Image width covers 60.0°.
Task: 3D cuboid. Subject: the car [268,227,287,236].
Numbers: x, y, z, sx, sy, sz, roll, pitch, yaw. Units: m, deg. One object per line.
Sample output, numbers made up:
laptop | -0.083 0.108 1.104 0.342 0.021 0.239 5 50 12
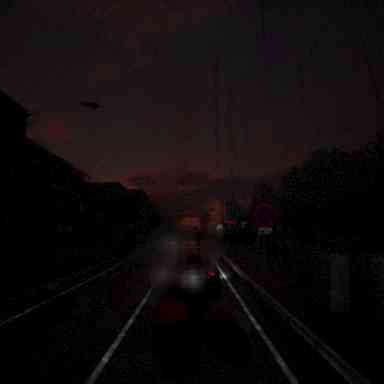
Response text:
car | 18.877 8.516 70.407 5.566 2.045 2.435 0 -5 0

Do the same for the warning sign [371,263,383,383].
warning sign | 2.768 1.658 3.225 1.300 1.860 1.060 -2 -9 0

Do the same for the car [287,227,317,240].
car | 18.869 6.936 53.824 5.566 2.045 2.435 0 -6 0

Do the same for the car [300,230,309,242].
car | 18.900 6.646 48.274 5.008 1.535 2.097 0 -6 0

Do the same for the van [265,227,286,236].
van | 19.025 9.044 75.935 4.442 1.987 1.878 0 -5 0

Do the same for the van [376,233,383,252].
van | 19.003 4.531 28.960 4.442 1.987 1.878 0 -6 0

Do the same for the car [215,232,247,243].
car | 5.819 6.868 50.230 4.674 1.452 2.002 0 -6 0

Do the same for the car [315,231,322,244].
car | 18.921 6.136 42.747 4.792 1.488 2.163 0 -6 0

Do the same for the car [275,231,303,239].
car | 18.873 8.284 64.847 4.792 1.488 2.163 0 -5 0

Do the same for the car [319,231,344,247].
car | 18.705 5.833 39.988 5.366 1.575 1.946 0 -6 0

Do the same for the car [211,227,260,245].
car | 5.786 6.033 44.678 5.566 2.045 2.435 0 -6 0

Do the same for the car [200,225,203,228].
car | 5.808 10.465 92.135 5.566 2.045 2.435 0 -5 0

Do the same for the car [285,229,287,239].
car | 18.893 7.458 56.561 4.892 1.521 2.231 0 -6 0

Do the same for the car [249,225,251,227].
car | 18.731 10.756 92.502 5.366 1.575 1.946 0 -5 0

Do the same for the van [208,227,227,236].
van | 5.946 9.236 78.172 4.442 1.987 1.878 0 -5 0

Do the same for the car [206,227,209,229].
car | 5.832 8.702 69.773 4.892 1.521 2.231 0 -5 0

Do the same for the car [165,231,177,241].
car | -3.224 7.209 54.258 2.128 1.511 4.902 0 -6 0

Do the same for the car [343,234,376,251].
car | 18.859 5.325 34.459 4.792 1.488 2.163 0 -6 0

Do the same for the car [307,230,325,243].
car | 18.900 6.377 45.512 4.892 1.521 2.231 0 -6 0

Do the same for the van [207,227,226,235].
van | 5.948 9.487 80.964 4.442 1.987 1.878 0 -5 0

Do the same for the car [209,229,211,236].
car | 5.814 7.374 55.813 5.008 1.535 2.097 0 -6 0

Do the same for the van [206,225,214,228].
van | 5.944 8.734 72.590 4.442 1.987 1.878 0 -5 0

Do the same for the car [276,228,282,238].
car | 19.086 7.987 62.091 5.366 1.575 1.946 0 -5 0

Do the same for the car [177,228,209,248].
car | 0.112 4.481 28.978 2.150 2.045 5.566 0 -5 1

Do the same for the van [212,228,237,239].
van | 5.938 7.689 61.418 4.442 1.987 1.878 0 -5 0

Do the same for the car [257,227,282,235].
car | 18.940 9.515 81.466 5.566 2.045 2.435 0 -5 0

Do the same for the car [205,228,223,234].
car | 5.832 10.504 89.317 4.674 1.452 2.002 0 -5 0

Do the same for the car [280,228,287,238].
car | 18.895 7.724 59.326 5.008 1.535 2.097 0 -5 0

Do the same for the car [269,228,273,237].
car | 18.933 8.541 67.618 4.792 1.488 2.163 0 -5 0

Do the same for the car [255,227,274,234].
car | 18.945 10.138 86.985 4.553 1.767 2.185 0 -5 0

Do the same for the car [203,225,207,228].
car | 5.800 8.959 75.382 5.566 2.045 2.435 0 -5 0

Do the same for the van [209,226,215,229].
van | 5.704 7.421 58.629 4.442 1.987 1.878 0 -6 0

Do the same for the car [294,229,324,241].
car | 18.902 6.916 51.037 5.008 1.535 2.097 0 -6 0

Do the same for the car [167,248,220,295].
car | 0.082 3.253 13.716 1.994 1.385 4.181 0 -6 0
